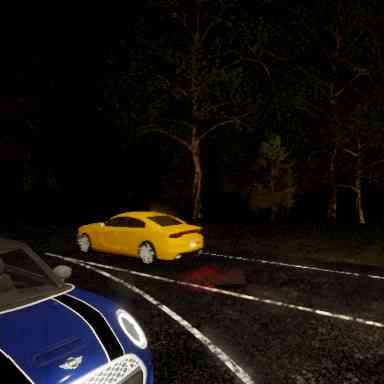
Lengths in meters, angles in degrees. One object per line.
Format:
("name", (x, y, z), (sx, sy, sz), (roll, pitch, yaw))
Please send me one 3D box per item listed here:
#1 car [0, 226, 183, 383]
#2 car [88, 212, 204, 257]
("car", (-2.582, 1.338, 3.726), (4.553, 1.767, 2.097), (1, 0, 35))
("car", (-1.948, 1.436, 11.587), (5.008, 1.535, 1.882), (0, 0, 37))
